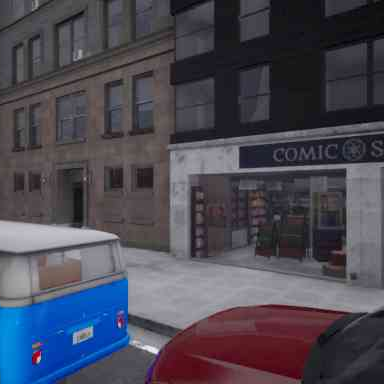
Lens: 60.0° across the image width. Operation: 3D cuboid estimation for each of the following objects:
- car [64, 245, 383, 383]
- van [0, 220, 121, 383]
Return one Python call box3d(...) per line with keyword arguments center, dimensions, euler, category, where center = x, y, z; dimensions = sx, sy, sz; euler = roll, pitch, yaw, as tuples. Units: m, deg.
box3d(center=(1.917, 1.315, 1.442), dimensions=(5.009, 1.841, 2.192), euler=(0, 0, 36), category="car")
box3d(center=(-2.704, 1.341, 4.743), dimensions=(3.998, 1.788, 1.690), euler=(0, 0, 36), category="van")
